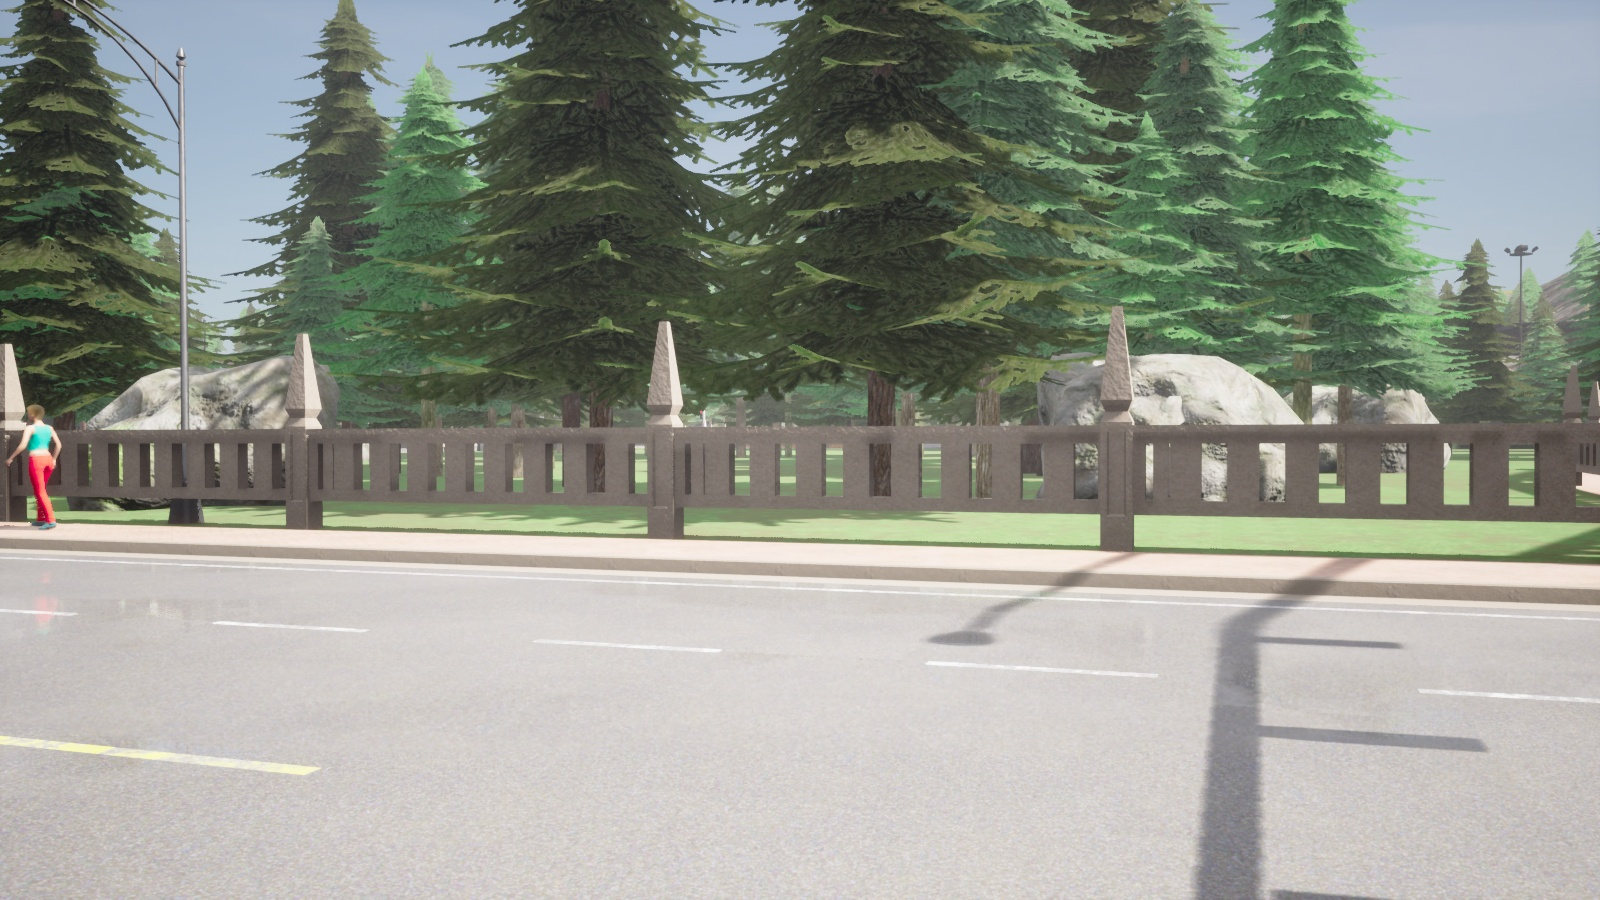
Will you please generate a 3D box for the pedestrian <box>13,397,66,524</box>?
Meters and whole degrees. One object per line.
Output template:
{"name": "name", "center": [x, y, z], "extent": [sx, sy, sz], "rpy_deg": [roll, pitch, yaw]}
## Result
{"name": "pedestrian", "center": [-11.134, 0.149, 18.379], "extent": [0.594, 1.836, 0.345], "rpy_deg": [0, 1, 17]}
